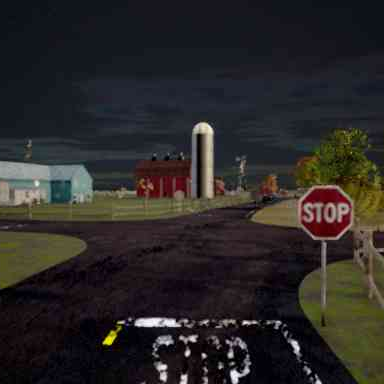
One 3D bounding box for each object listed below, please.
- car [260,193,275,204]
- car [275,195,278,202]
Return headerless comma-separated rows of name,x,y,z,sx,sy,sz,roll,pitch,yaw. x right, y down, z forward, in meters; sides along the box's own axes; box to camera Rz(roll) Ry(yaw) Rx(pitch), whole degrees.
car,14.340,1.478,63.960,1.837,1.490,4.892,0,0,19
car,17.780,1.189,73.767,2.097,1.767,4.553,0,0,19
